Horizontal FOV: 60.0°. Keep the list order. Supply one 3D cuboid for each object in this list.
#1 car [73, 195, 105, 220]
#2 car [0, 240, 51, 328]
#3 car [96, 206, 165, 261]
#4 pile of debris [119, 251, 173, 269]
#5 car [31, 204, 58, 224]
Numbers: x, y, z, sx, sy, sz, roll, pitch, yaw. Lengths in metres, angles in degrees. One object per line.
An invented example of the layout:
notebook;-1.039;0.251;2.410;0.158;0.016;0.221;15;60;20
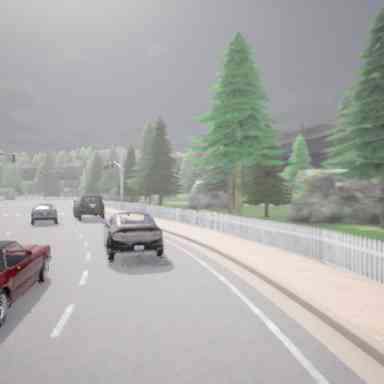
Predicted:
car;-9.013;1.266;28.984;2.150;2.045;5.566;0;0;-24
car;-4.286;1.626;6.707;1.895;1.301;4.718;0;0;-10
car;-2.323;1.497;12.491;2.128;1.511;4.902;0;0;-17
pile of debris;-1.557;2.180;10.857;1.500;0.140;1.860;0;0;-15
car;-11.374;1.610;25.708;2.033;1.411;5.357;0;0;-24
